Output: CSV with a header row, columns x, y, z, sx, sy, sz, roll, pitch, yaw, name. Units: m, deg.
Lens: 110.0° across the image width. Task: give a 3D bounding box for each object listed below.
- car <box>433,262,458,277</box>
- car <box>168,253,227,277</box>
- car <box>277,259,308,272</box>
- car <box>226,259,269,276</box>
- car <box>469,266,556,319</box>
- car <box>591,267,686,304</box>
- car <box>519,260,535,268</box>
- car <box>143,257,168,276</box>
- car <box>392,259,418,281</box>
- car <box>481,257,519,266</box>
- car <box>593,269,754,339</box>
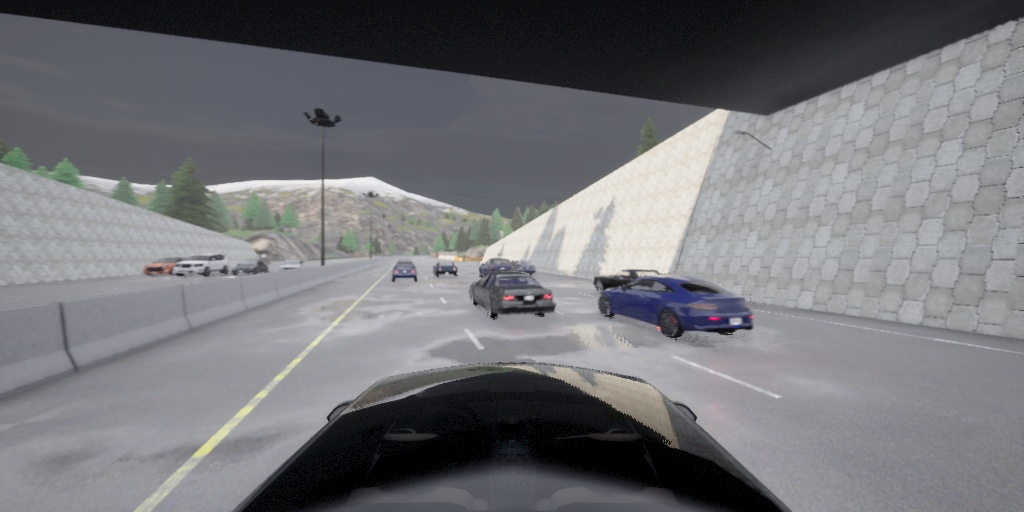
x,y,z,sx,sy,sz,roll,pitch,yaw,name
-6.251,1.182,33.209,1.895,1.301,4.718,0,0,-16,car
-28.223,0.774,32.839,2.150,2.045,5.566,0,0,-16,car
-21.812,1.073,35.865,1.812,1.442,4.674,0,0,-16,car
-25.063,1.075,34.515,1.812,1.442,4.674,0,0,-16,car
-0.217,1.241,12.694,2.033,1.411,5.357,0,0,-16,car
5.779,1.280,17.121,1.895,1.301,4.718,0,0,-16,car
0.678,1.131,34.457,2.033,1.411,5.357,0,0,-16,car
-32.128,0.895,33.747,2.097,1.767,4.553,0,0,-16,car
-8.316,1.153,27.827,2.033,1.411,5.357,0,0,-16,car
-1.284,0.962,28.725,2.097,1.767,4.553,0,0,-16,car
4.222,1.239,10.012,1.812,1.442,4.674,0,0,-16,car
